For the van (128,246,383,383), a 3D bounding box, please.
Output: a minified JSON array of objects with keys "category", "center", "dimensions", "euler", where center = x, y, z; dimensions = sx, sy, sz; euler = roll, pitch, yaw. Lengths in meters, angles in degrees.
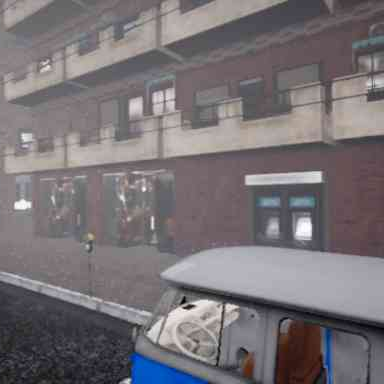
[{"category":"van","center":[1.366,1.341,1.919],"dimensions":[3.998,1.788,1.690],"euler":[0,-1,36]}]
